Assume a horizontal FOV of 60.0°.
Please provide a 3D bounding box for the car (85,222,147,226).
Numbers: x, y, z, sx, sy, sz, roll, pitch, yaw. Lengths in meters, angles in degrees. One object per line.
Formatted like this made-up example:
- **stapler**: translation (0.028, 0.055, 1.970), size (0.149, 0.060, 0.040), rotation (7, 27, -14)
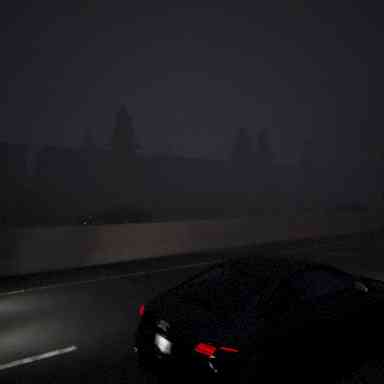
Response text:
- **car**: translation (-4.957, 1.525, 21.950), size (5.008, 1.535, 1.882), rotation (0, 0, -36)

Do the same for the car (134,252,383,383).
- **car**: translation (1.322, 1.584, 4.690), size (4.181, 1.385, 1.994), rotation (0, 0, -35)

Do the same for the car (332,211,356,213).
- **car**: translation (14.828, 1.713, 31.760), size (5.357, 1.411, 2.033), rotation (0, 0, -35)
